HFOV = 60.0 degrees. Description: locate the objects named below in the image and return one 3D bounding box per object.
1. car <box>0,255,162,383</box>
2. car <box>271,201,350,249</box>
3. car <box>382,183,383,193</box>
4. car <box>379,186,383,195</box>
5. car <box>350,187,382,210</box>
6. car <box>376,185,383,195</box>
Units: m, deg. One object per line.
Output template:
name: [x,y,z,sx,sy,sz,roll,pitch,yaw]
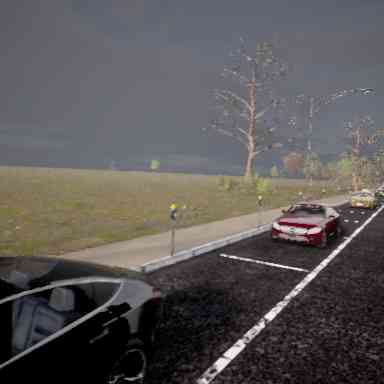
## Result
car: [-1.973,1.326,2.427,1.947,1.339,4.313,5,4,33]
car: [4.212,1.027,11.889,1.802,1.307,4.206,5,4,33]
car: [35.145,-0.677,59.186,1.967,1.590,4.097,5,4,33]
car: [25.862,-0.099,45.001,2.008,1.369,4.403,5,4,33]
car: [13.400,0.505,25.935,1.752,1.417,4.829,5,4,33]
car: [28.955,-0.255,49.731,2.008,1.369,4.403,5,4,33]
